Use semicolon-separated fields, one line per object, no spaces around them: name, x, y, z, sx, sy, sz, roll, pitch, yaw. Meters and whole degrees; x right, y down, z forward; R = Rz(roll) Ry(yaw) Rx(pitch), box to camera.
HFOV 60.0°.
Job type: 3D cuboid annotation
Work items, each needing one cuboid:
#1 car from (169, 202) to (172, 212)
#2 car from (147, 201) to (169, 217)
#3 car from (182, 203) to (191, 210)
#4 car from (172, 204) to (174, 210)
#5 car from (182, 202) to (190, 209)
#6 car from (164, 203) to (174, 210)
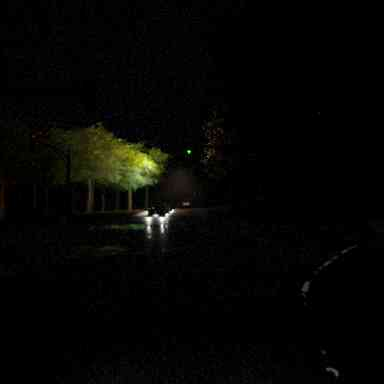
car;-4.345;2.386;48.706;1.812;1.442;4.674;0;-1;-1
car;-4.146;2.153;39.714;1.837;1.490;4.892;0;-1;-1
car;-1.226;3.062;70.177;1.895;1.301;4.718;0;-2;-1
car;-4.535;2.436;57.638;2.097;1.767;4.553;0;-1;-1
car;-1.459;3.329;80.264;1.882;1.535;5.008;0;-2;-1
car;-4.695;2.992;67.865;1.895;1.301;4.718;0;-2;-1
